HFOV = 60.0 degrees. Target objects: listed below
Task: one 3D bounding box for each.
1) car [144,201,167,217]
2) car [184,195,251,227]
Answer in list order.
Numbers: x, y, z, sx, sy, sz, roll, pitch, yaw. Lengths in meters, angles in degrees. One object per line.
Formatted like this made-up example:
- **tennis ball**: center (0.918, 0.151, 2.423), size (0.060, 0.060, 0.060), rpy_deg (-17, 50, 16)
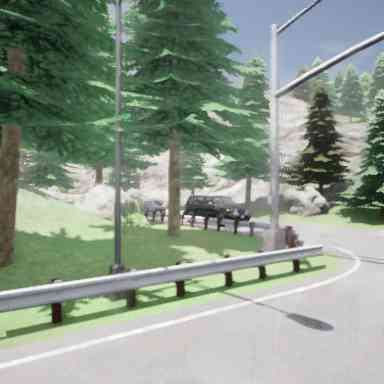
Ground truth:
- **car**: center (-4.103, 1.588, 31.675), size (1.994, 1.385, 4.181), rpy_deg (0, 0, -35)
- **car**: center (1.649, 1.254, 23.511), size (2.150, 2.045, 5.566), rpy_deg (0, 0, -35)
